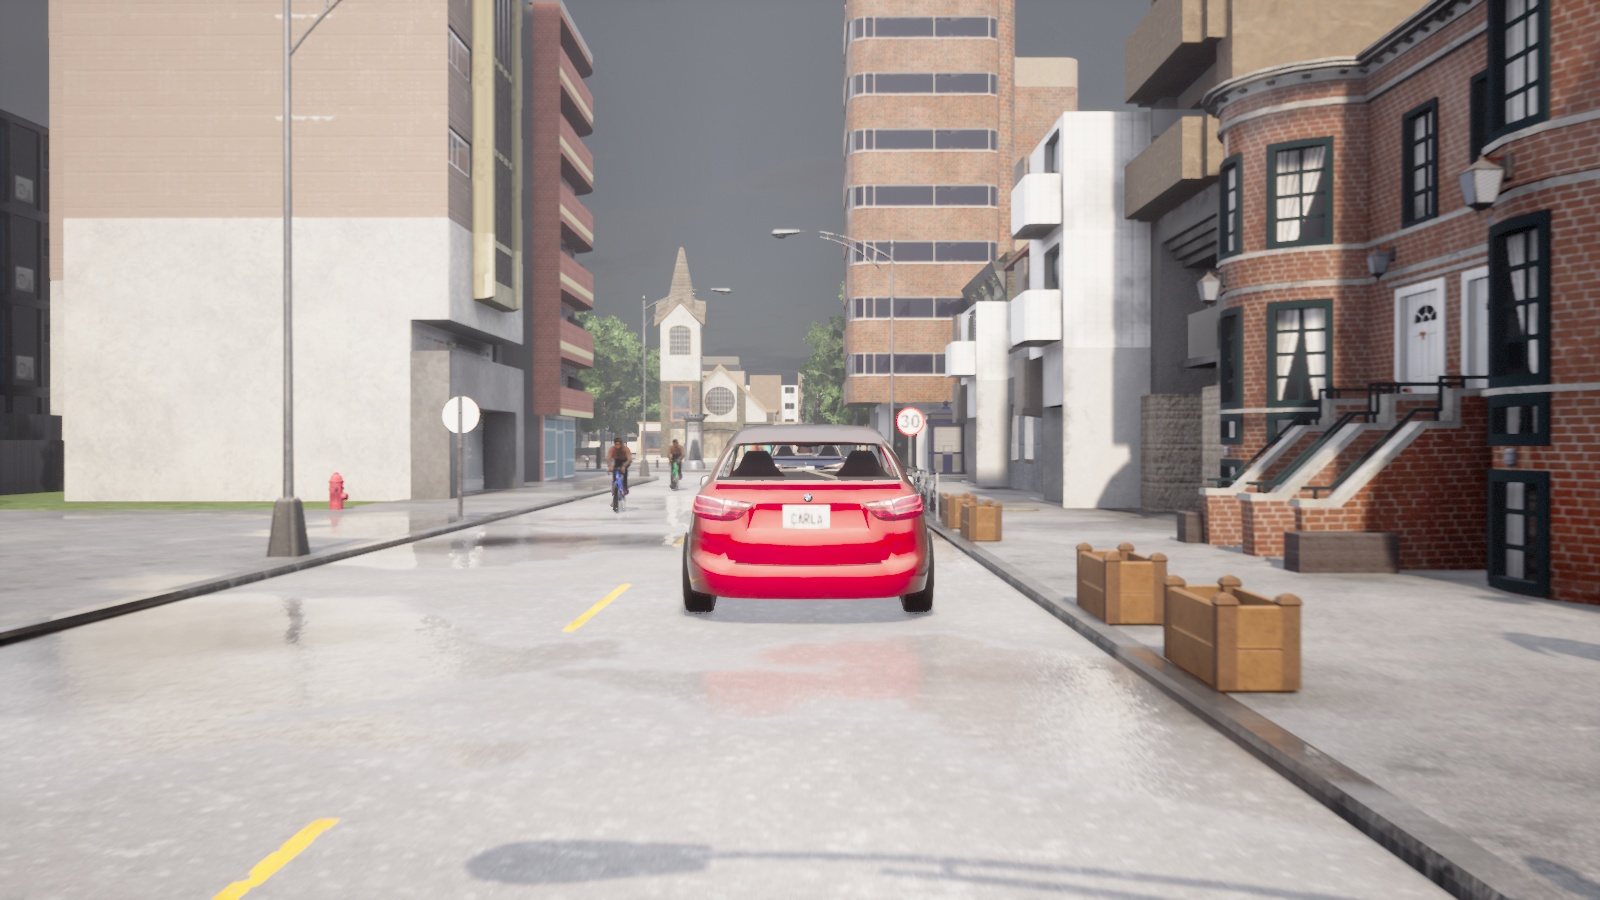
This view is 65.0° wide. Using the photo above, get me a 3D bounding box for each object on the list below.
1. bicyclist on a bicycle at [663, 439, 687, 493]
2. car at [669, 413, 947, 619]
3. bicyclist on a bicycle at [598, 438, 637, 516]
[{"bbox_3d":[-3.825,0.479,38.496,0.582,1.620,1.656,0,1,0],"label":"bicyclist on a bicycle"},{"bbox_3d":[0.076,0.521,12.444,2.242,1.667,4.611,0,0,0],"label":"car"},{"bbox_3d":[-3.866,0.546,26.729,0.582,1.620,1.656,0,1,0],"label":"bicyclist on a bicycle"}]
